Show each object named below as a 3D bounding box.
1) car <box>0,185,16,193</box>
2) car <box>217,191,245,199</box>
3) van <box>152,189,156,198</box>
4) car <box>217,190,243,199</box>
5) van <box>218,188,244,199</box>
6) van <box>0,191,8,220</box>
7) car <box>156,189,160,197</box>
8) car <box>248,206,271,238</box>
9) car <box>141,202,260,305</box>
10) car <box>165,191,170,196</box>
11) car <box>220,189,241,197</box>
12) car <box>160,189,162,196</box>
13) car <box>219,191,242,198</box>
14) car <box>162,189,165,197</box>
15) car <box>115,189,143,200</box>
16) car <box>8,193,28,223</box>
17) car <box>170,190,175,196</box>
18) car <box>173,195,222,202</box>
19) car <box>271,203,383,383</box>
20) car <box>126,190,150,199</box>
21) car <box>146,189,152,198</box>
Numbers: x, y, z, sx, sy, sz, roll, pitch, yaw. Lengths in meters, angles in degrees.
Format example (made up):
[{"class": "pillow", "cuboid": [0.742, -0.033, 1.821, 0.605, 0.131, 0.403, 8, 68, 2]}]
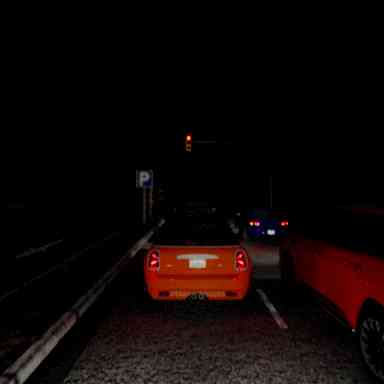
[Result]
[{"class": "car", "cuboid": [-28.266, -0.394, 51.136, 2.002, 1.452, 4.674, 6, -2, -20]}, {"class": "car", "cuboid": [8.066, 0.551, 68.910, 5.366, 1.575, 1.946, 0, 0, -13]}, {"class": "van", "cuboid": [-10.378, 0.375, 69.297, 4.442, 1.987, 1.878, -1, 0, -14]}, {"class": "car", "cuboid": [7.536, 0.460, 65.914, 4.553, 1.767, 2.185, 0, 0, -14]}, {"class": "van", "cuboid": [7.158, 0.391, 62.943, 4.442, 1.987, 1.878, 0, 1, -14]}, {"class": "van", "cuboid": [-13.640, 1.092, 19.527, 4.442, 1.987, 1.878, -1, 0, -20]}, {"class": "car", "cuboid": [-10.156, 0.573, 72.271, 4.892, 1.521, 2.231, -1, 0, -14]}, {"class": "car", "cuboid": [3.132, 1.389, 15.378, 1.812, 1.442, 4.674, 0, 1, 0]}, {"class": "car", "cuboid": [0.102, 1.279, 8.071, 2.097, 1.767, 4.553, 0, 0, 0]}, {"class": "car", "cuboid": [-8.621, 0.486, 84.253, 4.674, 1.452, 2.002, -1, 1, -12]}, {"class": "car", "cuboid": [9.297, 0.296, 80.617, 4.553, 1.767, 2.185, 0, 0, -12]}, {"class": "car", "cuboid": [-9.790, 0.580, 75.267, 4.674, 1.452, 2.002, -1, 1, -13]}, {"class": "car", "cuboid": [8.569, 0.528, 74.750, 4.674, 1.452, 2.002, 0, 0, -13]}, {"class": "car", "cuboid": [-9.424, 0.549, 78.270, 4.674, 1.452, 2.002, -1, 0, -13]}, {"class": "car", "cuboid": [-11.564, 0.733, 60.314, 4.792, 1.488, 2.163, -1, 1, -15]}, {"class": "car", "cuboid": [-13.671, 1.168, 22.506, 4.553, 1.767, 2.185, -1, 1, -19]}, {"class": "car", "cuboid": [-8.176, 0.162, 87.257, 5.566, 2.045, 2.435, -1, 0, -12]}, {"class": "car", "cuboid": [0.143, 1.204, 16.717, 2.097, 1.767, 4.553, 0, 0, 0]}, {"class": "car", "cuboid": [3.103, 1.169, 5.301, 2.150, 2.045, 5.566, 0, 0, -1]}, {"class": "car", "cuboid": [-10.838, 0.510, 66.258, 4.553, 1.767, 2.185, -1, 0, -14]}, {"class": "car", "cuboid": [-10.925, 0.659, 63.307, 5.366, 1.575, 1.946, -1, 0, -15]}]
